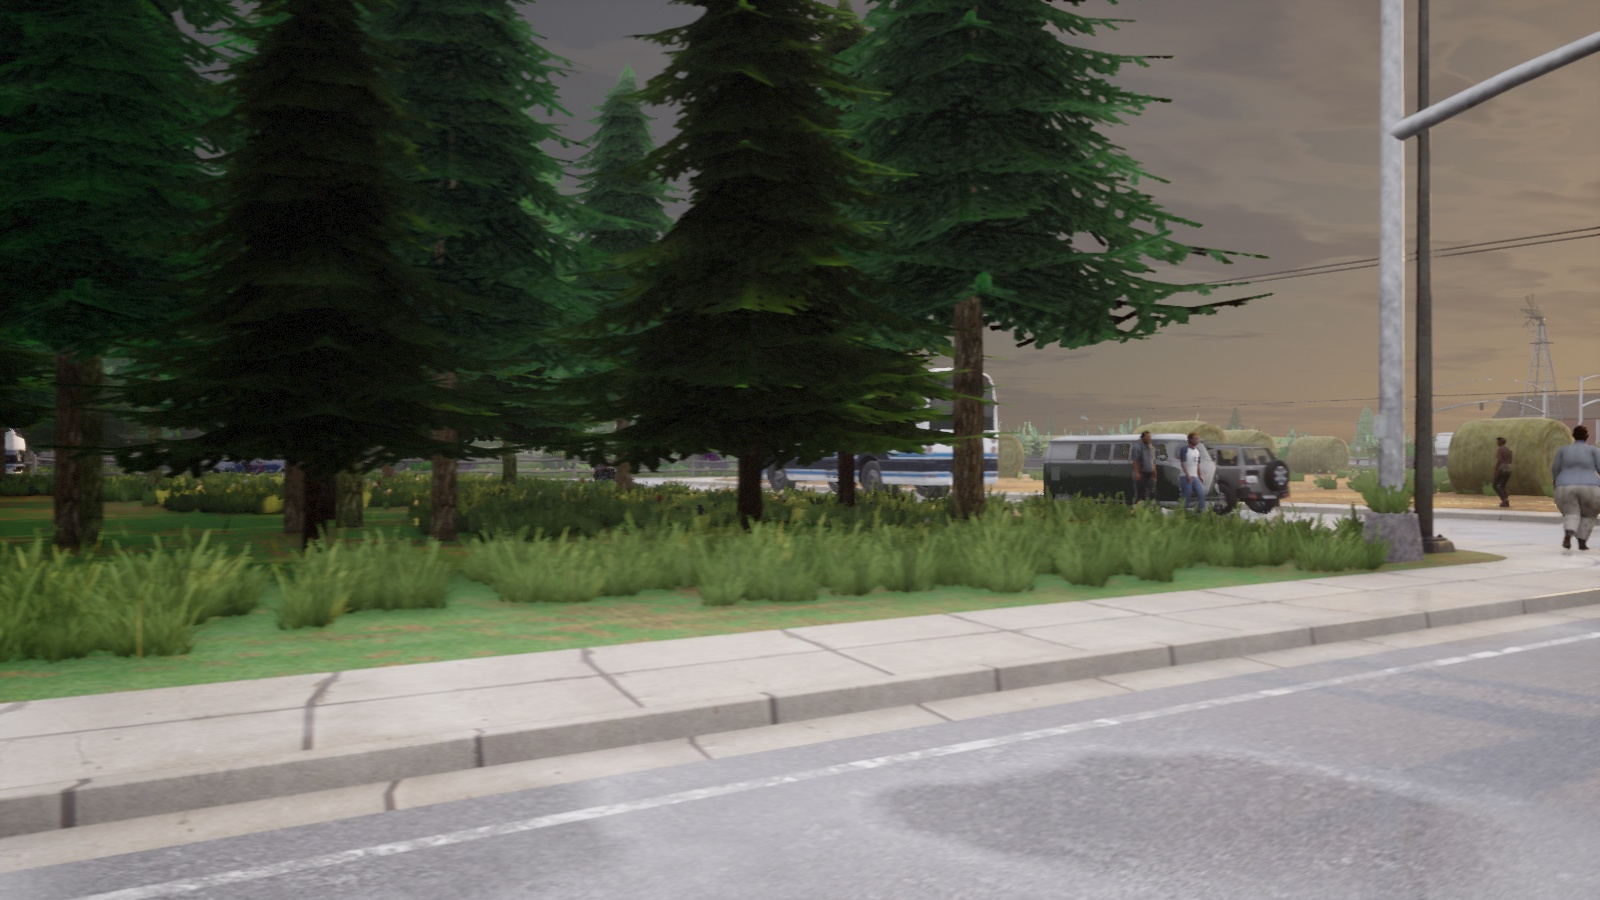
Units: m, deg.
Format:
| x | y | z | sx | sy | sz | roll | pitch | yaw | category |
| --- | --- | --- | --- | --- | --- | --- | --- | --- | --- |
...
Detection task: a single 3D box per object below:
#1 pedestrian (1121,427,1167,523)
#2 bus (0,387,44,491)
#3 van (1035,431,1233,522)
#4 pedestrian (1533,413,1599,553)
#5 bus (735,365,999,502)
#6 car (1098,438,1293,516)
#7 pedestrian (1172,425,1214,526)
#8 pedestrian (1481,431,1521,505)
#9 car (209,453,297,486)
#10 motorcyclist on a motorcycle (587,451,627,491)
| x | y | z | sx | sy | sz | roll | pitch | yaw | category |
| --- | --- | --- | --- | --- | --- | --- | --- | --- | --- |
| 6.735 | 0.475 | 24.580 | 0.540 | 1.848 | 0.694 | 0 | 0 | -23 | pedestrian |
| -36.801 | -0.432 | 51.119 | 10.273 | 4.253 | 3.944 | 0 | 0 | -32 | bus |
| 7.748 | 0.583 | 29.554 | 1.775 | 1.987 | 4.442 | 0 | 0 | -34 | van |
| 10.685 | 0.437 | 17.244 | 0.874 | 1.855 | 0.900 | 0 | 0 | 43 | pedestrian |
| 2.025 | -0.497 | 44.370 | 3.944 | 4.253 | 10.273 | 0 | 0 | -34 | bus |
| 10.080 | 0.649 | 32.361 | 1.932 | 1.855 | 4.605 | 0 | 0 | -34 | car |
| 7.289 | 0.471 | 23.306 | 0.354 | 1.836 | 0.706 | 0 | 0 | -29 | pedestrian |
| 17.507 | 0.446 | 31.374 | 0.328 | 1.805 | 0.869 | 0 | 0 | -21 | pedestrian |
| -26.731 | 0.926 | 61.378 | 3.705 | 1.549 | 1.789 | 0 | 0 | -31 | car |
| -8.200 | 0.873 | 53.333 | 0.766 | 1.649 | 2.350 | 0 | 0 | -34 | motorcyclist on a motorcycle |
